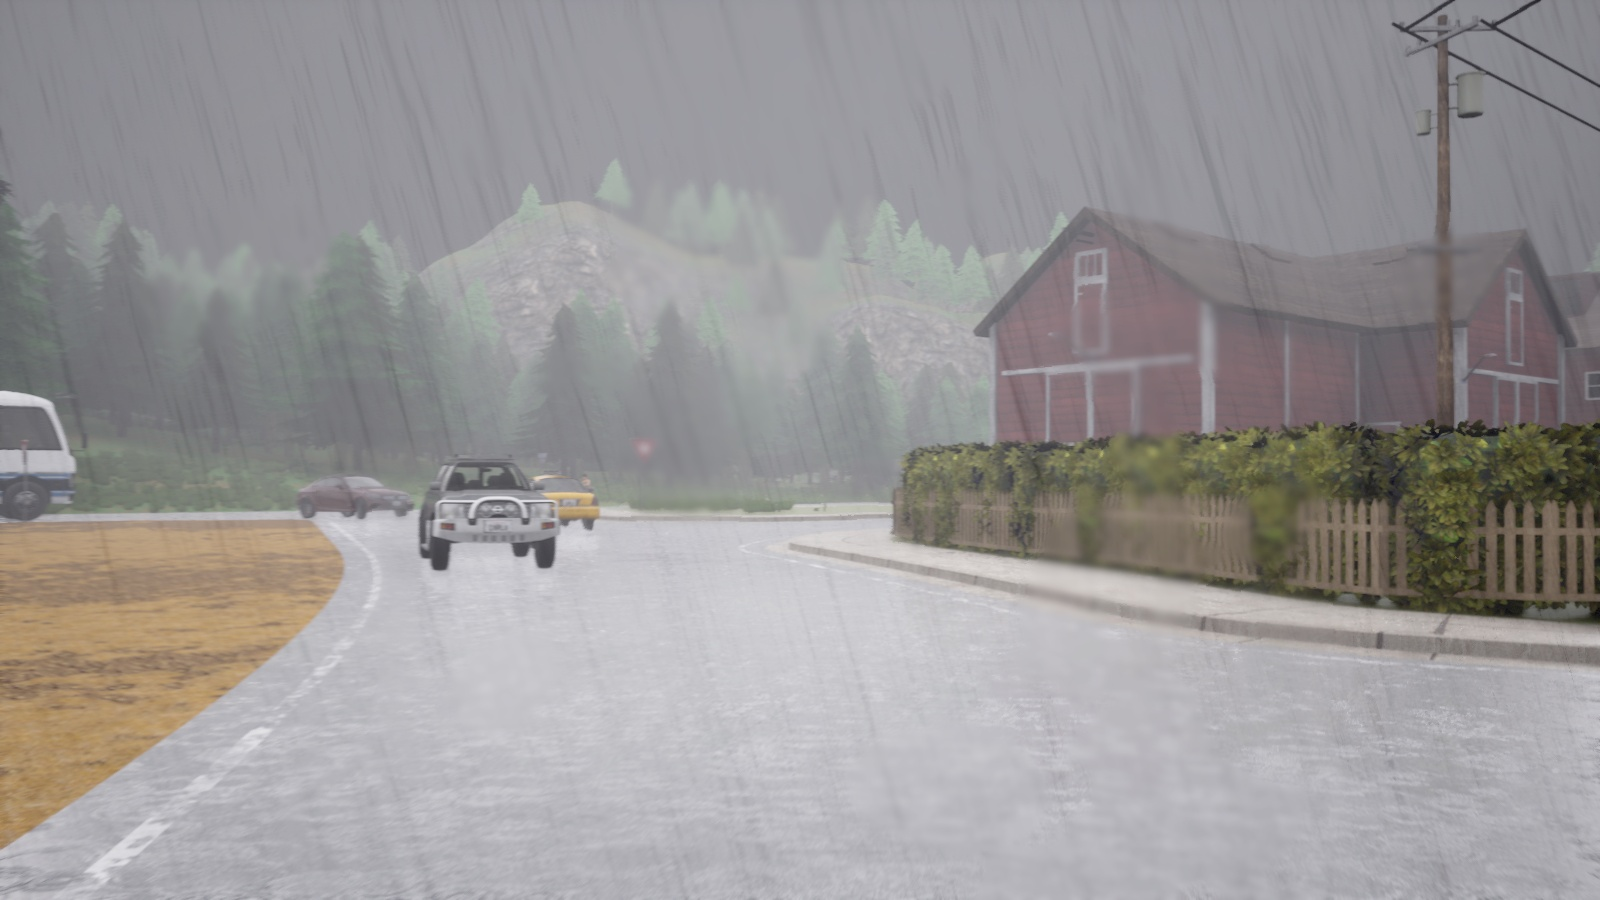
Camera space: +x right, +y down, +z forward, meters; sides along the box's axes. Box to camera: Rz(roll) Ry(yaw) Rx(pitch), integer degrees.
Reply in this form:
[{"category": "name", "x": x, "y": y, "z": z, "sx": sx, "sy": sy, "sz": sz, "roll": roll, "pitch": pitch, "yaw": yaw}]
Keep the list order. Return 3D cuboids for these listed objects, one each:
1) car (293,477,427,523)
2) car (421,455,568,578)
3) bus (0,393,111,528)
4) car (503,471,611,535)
[{"category": "car", "x": -14.796, "y": 1.681, "z": 42.113, "sx": 4.674, "sy": 1.442, "sz": 1.812, "roll": -2, "pitch": -2, "yaw": 34}, {"category": "car", "x": -5.306, "y": 1.042, "z": 21.392, "sx": 1.932, "sy": 1.855, "sz": 4.605, "roll": 0, "pitch": -1, "yaw": -20}, {"category": "bus", "x": -28.060, "y": 0.354, "z": 39.864, "sx": 10.273, "sy": 4.253, "sz": 3.944, "roll": 1, "pitch": -2, "yaw": -39}, {"category": "car", "x": -6.703, "y": 1.388, "z": 34.177, "sx": 1.801, "sy": 1.575, "sz": 5.366, "roll": 0, "pitch": -1, "yaw": -23}]
